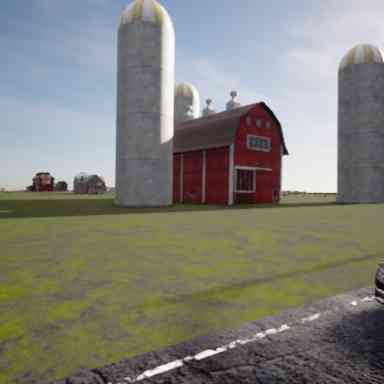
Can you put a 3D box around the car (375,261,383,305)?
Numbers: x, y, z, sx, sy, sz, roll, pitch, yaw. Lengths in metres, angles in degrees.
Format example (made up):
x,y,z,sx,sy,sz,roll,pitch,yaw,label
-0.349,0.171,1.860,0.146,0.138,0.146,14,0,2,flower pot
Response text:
x,y,z,sx,sy,sz,roll,pitch,yaw,label
5.683,1.505,6.839,4.902,1.511,2.128,0,0,-34,car
